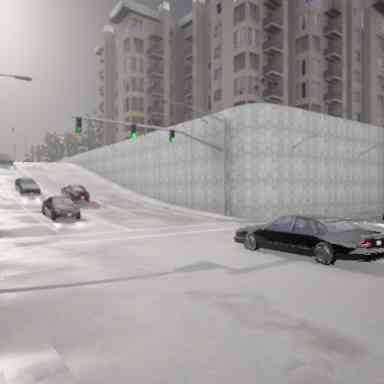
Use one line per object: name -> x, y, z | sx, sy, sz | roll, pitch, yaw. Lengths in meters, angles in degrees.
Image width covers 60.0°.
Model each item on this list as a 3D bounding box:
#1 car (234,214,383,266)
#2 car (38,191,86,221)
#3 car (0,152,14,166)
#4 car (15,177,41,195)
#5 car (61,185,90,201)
car -> 3.856, 1.500, 11.510 | 2.033, 1.411, 5.357 | 0, 0, -36
car -> -9.428, 1.052, 23.816 | 1.812, 1.442, 4.674 | 0, 5, -36
car -> -28.453, -5.093, 50.417 | 2.097, 1.767, 4.553 | 0, 11, -35
car -> -17.093, -0.748, 34.497 | 2.033, 1.411, 5.357 | 0, 11, -36
car -> -11.561, -0.002, 32.969 | 1.812, 1.442, 4.674 | 0, 9, -36
